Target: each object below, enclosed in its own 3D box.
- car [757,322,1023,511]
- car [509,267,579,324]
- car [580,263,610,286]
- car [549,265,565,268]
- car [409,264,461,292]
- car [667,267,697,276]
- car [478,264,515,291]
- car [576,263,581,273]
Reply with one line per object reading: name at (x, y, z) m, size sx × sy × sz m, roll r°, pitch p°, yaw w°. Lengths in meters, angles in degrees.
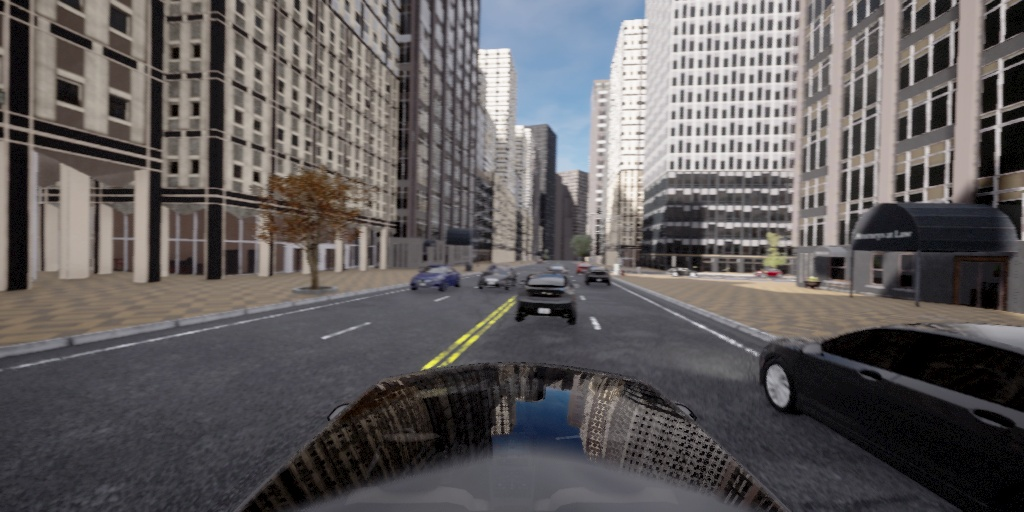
car at (4.276, 1.374, 3.270) m, size 1.837 × 1.490 × 4.892 m, roll 1°, pitch 0°, yaw 8°
car at (1.252, 1.326, 12.549) m, size 1.837 × 1.490 × 4.892 m, roll 1°, pitch 0°, yaw 8°
car at (6.797, 1.532, 28.919) m, size 1.837 × 1.490 × 4.892 m, roll 2°, pitch 0°, yaw 9°
car at (4.027, 1.490, 32.259) m, size 1.812 × 1.442 × 4.674 m, roll 1°, pitch 0°, yaw 8°
car at (-4.320, 1.228, 20.957) m, size 1.812 × 1.442 × 4.674 m, roll 1°, pitch 0°, yaw 8°
car at (26.612, 2.476, 56.163) m, size 4.403 × 1.370 × 2.007 m, roll 0°, pitch 0°, yaw 7°
car at (-0.804, 1.293, 22.608) m, size 2.128 × 1.511 × 4.902 m, roll 1°, pitch 0°, yaw 8°
car at (9.181, 1.626, 45.832) m, size 1.882 × 1.535 × 5.008 m, roll 1°, pitch 0°, yaw 8°
